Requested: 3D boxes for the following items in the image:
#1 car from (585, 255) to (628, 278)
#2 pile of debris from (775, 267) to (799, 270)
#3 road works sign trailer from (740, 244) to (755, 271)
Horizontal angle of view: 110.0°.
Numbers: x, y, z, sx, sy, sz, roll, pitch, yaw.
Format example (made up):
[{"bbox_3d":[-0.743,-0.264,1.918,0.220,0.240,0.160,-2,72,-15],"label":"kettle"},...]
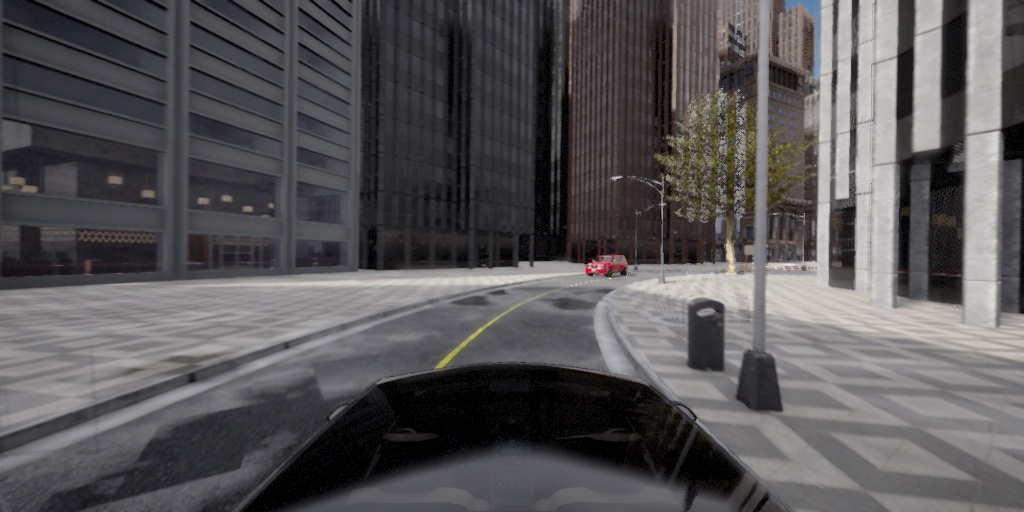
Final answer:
[{"bbox_3d":[9.126,0.927,34.327,2.150,2.045,5.566,1,1,41],"label":"car"},{"bbox_3d":[38.102,1.965,49.927,1.500,0.140,1.860,0,0,-25],"label":"pile of debris"},{"bbox_3d":[31.753,0.247,46.974,2.880,3.560,2.380,0,0,-25],"label":"road works sign trailer"}]
